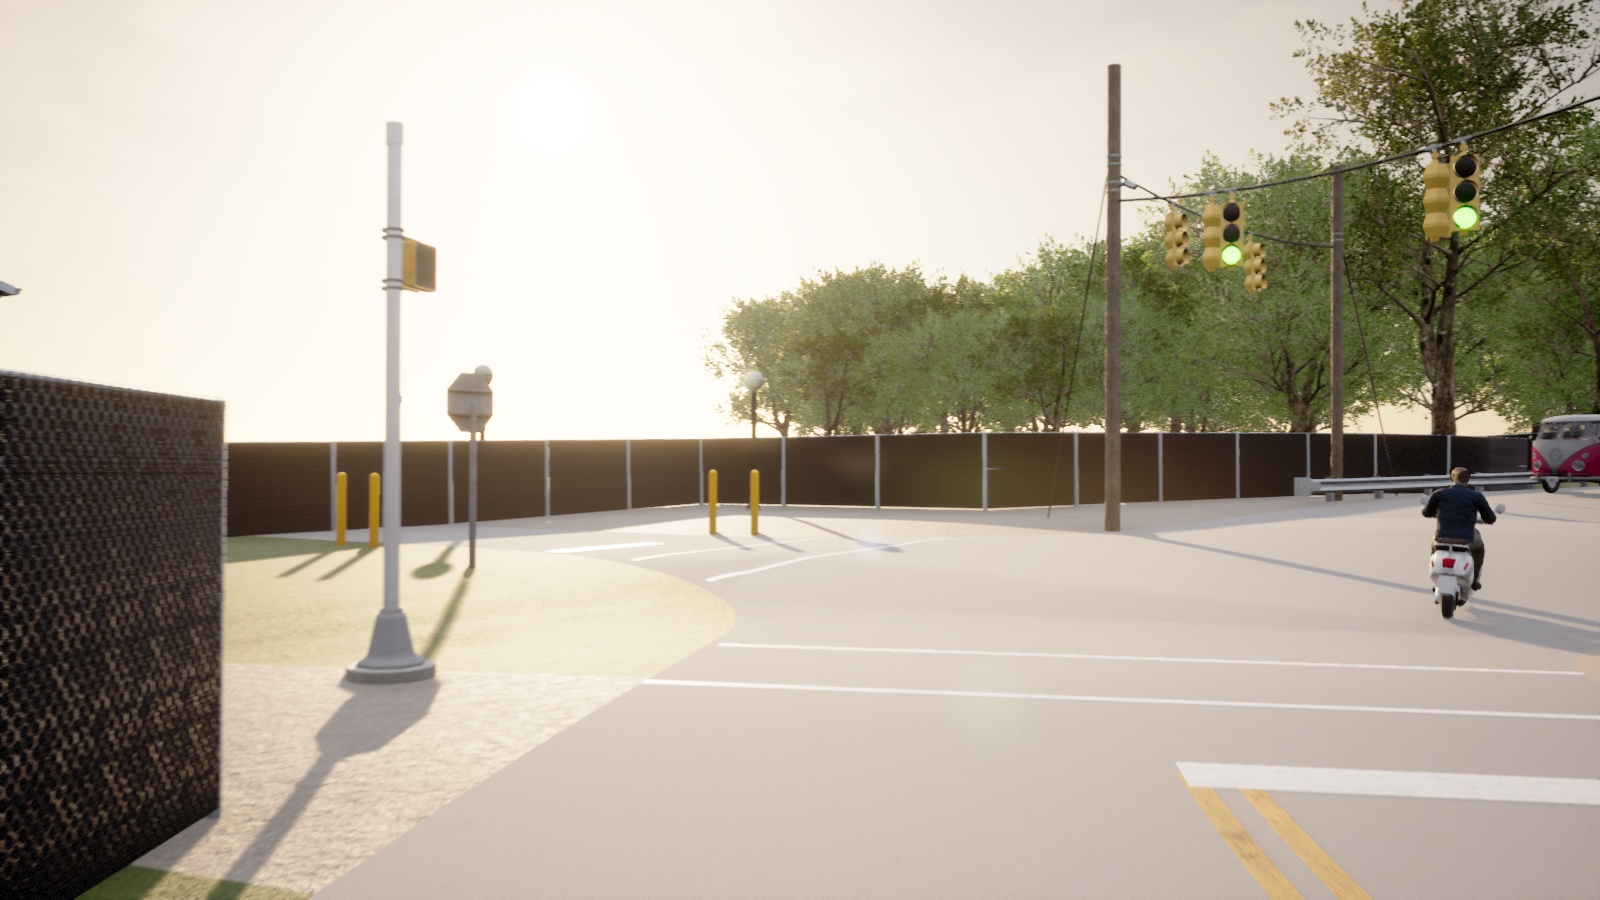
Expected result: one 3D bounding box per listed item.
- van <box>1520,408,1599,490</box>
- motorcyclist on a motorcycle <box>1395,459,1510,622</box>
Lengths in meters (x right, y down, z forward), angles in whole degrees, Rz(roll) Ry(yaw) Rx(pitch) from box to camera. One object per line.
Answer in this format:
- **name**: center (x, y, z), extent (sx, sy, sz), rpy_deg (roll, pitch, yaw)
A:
- **van**: center (20.741, -0.089, 32.158), extent (4.442, 1.987, 1.775), rpy_deg (-2, 0, -27)
- **motorcyclist on a motorcycle**: center (7.113, 0.920, 13.644), extent (0.866, 1.590, 1.817), rpy_deg (3, 2, 33)
